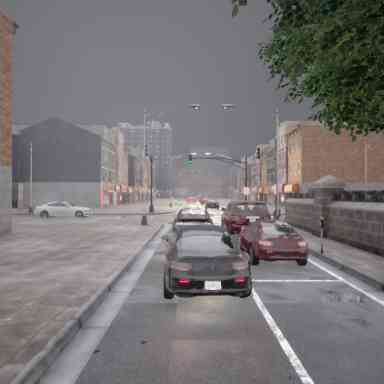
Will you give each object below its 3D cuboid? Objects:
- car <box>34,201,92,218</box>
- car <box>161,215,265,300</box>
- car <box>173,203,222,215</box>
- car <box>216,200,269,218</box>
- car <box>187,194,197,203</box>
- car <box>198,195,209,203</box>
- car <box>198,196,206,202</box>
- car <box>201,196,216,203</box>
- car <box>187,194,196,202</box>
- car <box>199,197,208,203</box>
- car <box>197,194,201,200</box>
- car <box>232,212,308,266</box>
[{"bbox_3d":[-10.912,1.520,28.346,4.674,1.442,1.812,0,-1,-2],"label":"car"},{"bbox_3d":[0.219,1.529,8.324,1.812,1.442,4.674,0,0,-4],"label":"car"},{"bbox_3d":[0.054,1.502,16.008,2.128,1.511,4.902,0,0,0],"label":"car"},{"bbox_3d":[2.624,1.326,16.769,2.192,1.841,5.009,1,0,0],"label":"car"},{"bbox_3d":[-0.106,1.511,73.410,2.097,1.767,4.553,0,0,0],"label":"car"},{"bbox_3d":[2.558,1.651,59.511,1.887,1.381,4.507,1,0,0],"label":"car"},{"bbox_3d":[2.517,1.762,86.698,2.008,1.369,4.403,0,0,0],"label":"car"},{"bbox_3d":[2.582,1.604,43.199,1.887,1.381,4.507,1,0,0],"label":"car"},{"bbox_3d":[-0.122,1.424,83.712,2.150,2.045,5.566,0,0,0],"label":"car"},{"bbox_3d":[2.533,1.747,75.823,1.802,1.307,4.206,0,0,0],"label":"car"},{"bbox_3d":[2.552,1.439,64.949,2.192,1.841,5.009,1,0,0],"label":"car"},{"bbox_3d":[2.629,1.588,11.320,1.802,1.307,4.206,1,0,0],"label":"car"}]
